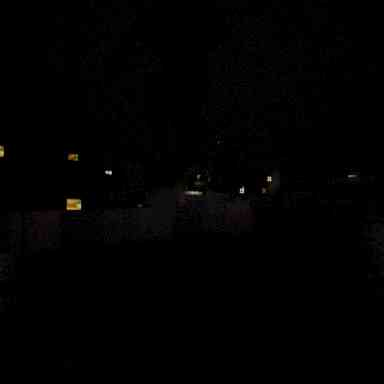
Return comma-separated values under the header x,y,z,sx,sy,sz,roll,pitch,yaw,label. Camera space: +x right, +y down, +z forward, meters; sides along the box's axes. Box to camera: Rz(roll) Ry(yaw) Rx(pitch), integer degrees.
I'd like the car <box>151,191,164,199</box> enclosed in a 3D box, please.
x,y,z,sx,sy,sz,roll,pitch,yaw,label
-6.440,0.639,61.681,1.812,1.442,4.674,1,1,-21,car
